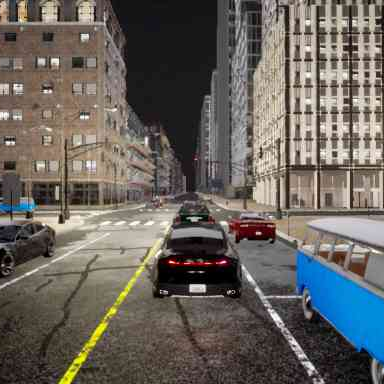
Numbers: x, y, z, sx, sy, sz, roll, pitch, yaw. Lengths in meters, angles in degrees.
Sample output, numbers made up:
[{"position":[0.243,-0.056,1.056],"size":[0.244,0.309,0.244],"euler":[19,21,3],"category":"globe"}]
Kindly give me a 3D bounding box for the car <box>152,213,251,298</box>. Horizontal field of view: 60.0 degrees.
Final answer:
[{"position":[0.107,1.506,8.473],"size":[1.837,1.490,4.892],"euler":[0,0,0],"category":"car"}]

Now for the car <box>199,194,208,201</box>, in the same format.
[{"position":[2.758,1.395,82.097],"size":[1.967,1.590,4.097],"euler":[1,0,0],"category":"car"}]

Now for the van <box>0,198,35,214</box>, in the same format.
[{"position":[-19.711,1.525,37.074],"size":[3.998,1.788,1.690],"euler":[0,0,1],"category":"van"}]

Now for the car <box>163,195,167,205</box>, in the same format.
[{"position":[-5.642,1.425,53.847],"size":[1.967,1.590,4.097],"euler":[1,0,0],"category":"car"}]

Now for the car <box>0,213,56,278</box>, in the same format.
[{"position":[-5.675,1.567,10.179],"size":[1.947,1.339,4.313],"euler":[1,0,0],"category":"car"}]

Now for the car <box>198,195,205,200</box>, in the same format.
[{"position":[2.764,1.523,93.400],"size":[1.802,1.307,4.206],"euler":[1,0,0],"category":"car"}]

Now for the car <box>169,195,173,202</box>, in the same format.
[{"position":[-5.632,1.518,70.800],"size":[2.008,1.369,4.403],"euler":[1,0,0],"category":"car"}]

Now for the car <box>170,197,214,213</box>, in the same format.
[{"position":[0.082,1.352,17.566],"size":[2.097,1.767,4.553],"euler":[0,0,-1],"category":"car"}]

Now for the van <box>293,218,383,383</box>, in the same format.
[{"position":[2.704,1.342,4.591],"size":[1.690,1.788,3.998],"euler":[1,0,0],"category":"van"}]

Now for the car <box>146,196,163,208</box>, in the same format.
[{"position":[-5.648,1.572,48.194],"size":[1.802,1.307,4.206],"euler":[1,0,0],"category":"car"}]

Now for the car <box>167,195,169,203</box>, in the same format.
[{"position":[-5.640,1.561,59.498],"size":[1.802,1.307,4.206],"euler":[1,0,0],"category":"car"}]

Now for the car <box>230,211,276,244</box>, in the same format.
[{"position":[2.710,1.545,15.744],"size":[1.887,1.381,4.507],"euler":[1,0,0],"category":"car"}]

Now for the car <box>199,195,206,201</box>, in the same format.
[{"position":[2.761,1.473,87.918],"size":[1.752,1.417,4.829],"euler":[1,0,0],"category":"car"}]

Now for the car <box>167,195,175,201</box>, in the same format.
[{"position":[-5.620,1.474,87.586],"size":[1.752,1.417,4.829],"euler":[1,0,0],"category":"car"}]

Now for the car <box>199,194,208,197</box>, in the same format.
[{"position":[2.741,1.530,59.491],"size":[2.008,1.369,4.403],"euler":[1,0,0],"category":"car"}]
